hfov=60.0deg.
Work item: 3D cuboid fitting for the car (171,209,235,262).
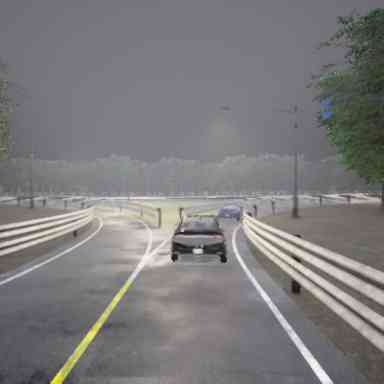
[{"bbox_3d":[0.328,1.625,12.664,2.128,1.511,4.902,0,-1,3],"label":"car"}]

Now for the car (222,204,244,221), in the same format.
[{"bbox_3d":[3.598,1.771,29.827,1.812,1.442,4.674,0,0,17],"label":"car"}]
